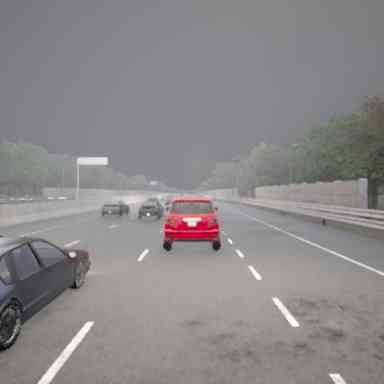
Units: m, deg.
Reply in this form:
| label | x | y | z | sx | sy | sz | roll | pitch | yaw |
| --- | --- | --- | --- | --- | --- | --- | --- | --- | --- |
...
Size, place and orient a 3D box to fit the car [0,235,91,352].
| label | x | y | z | sx | sy | sz | roll | pitch | yaw |
| --- | --- | --- | --- | --- | --- | --- | --- | --- | --- |
| car | -3.501 | 1.553 | 6.114 | 2.033 | 1.411 | 5.357 | 0 | 0 | 0 |

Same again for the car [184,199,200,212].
| label | x | y | z | sx | sy | sz | roll | pitch | yaw |
| --- | --- | --- | --- | --- | --- | --- | --- | --- | --- |
| car | 0.008 | 1.565 | 40.073 | 1.812 | 1.442 | 4.674 | 0 | 0 | 0 |

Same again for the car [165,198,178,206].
| label | x | y | z | sx | sy | sz | roll | pitch | yaw |
| --- | --- | --- | --- | --- | --- | --- | --- | --- | --- |
| car | -3.486 | 1.662 | 56.256 | 1.895 | 1.301 | 4.718 | 0 | 0 | 0 |

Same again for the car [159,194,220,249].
| label | x | y | z | sx | sy | sz | roll | pitch | yaw |
| --- | --- | --- | --- | --- | --- | --- | --- | --- | --- |
| car | 0.003 | 1.234 | 14.648 | 2.150 | 2.045 | 5.566 | 0 | 0 | 0 |

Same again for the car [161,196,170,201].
| label | x | y | z | sx | sy | sz | roll | pitch | yaw |
| --- | --- | --- | --- | --- | --- | --- | --- | --- | --- |
| car | -6.981 | 1.664 | 87.769 | 1.994 | 1.385 | 4.181 | 0 | 0 | 0 |

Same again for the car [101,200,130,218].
| label | x | y | z | sx | sy | sz | roll | pitch | yaw |
| --- | --- | --- | --- | --- | --- | --- | --- | --- | --- |
| car | -6.994 | 1.521 | 30.793 | 2.128 | 1.511 | 4.902 | 0 | 0 | 0 |

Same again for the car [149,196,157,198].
| label | x | y | z | sx | sy | sz | roll | pitch | yaw |
| --- | --- | --- | --- | --- | --- | --- | --- | --- | --- |
| car | -6.986 | 1.573 | 59.674 | 1.837 | 1.490 | 4.892 | 0 | 0 | 0 |

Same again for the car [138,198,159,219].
| label | x | y | z | sx | sy | sz | roll | pitch | yaw |
| --- | --- | --- | --- | --- | --- | --- | --- | --- | --- |
| car | -3.494 | 1.533 | 29.064 | 1.837 | 1.490 | 4.892 | 0 | 0 | 0 |
